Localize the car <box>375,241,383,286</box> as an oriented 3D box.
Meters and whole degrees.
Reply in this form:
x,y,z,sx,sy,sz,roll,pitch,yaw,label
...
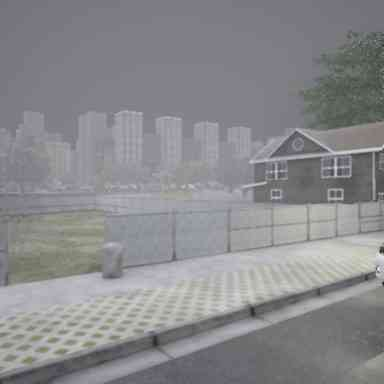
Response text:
x,y,z,sx,sy,sz,roll,pitch,yaw,label
6.508,1.184,7.672,5.566,2.045,2.150,0,0,-35,car
